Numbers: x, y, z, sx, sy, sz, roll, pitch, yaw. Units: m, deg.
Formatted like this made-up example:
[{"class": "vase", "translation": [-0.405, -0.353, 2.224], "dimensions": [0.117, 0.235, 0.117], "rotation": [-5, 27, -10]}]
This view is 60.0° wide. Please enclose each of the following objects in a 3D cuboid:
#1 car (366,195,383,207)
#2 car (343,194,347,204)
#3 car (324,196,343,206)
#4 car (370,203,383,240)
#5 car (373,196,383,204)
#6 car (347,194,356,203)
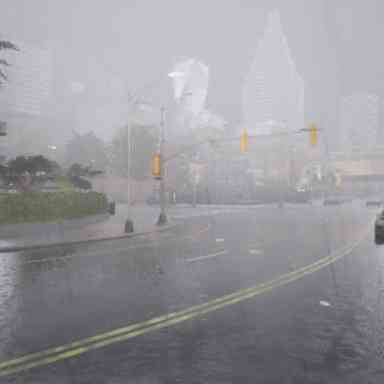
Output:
[{"class": "car", "translation": [28.993, 1.570, 53.094], "dimensions": [1.882, 1.535, 5.008], "rotation": [0, 0, 32]}, {"class": "car", "translation": [27.379, 1.474, 62.880], "dimensions": [2.185, 1.767, 4.553], "rotation": [0, 0, 32]}, {"class": "car", "translation": [24.103, 1.591, 57.351], "dimensions": [2.097, 1.535, 5.008], "rotation": [0, 0, 32]}, {"class": "car", "translation": [10.290, 1.519, 16.529], "dimensions": [2.128, 1.511, 4.902], "rotation": [0, 0, 34]}, {"class": "car", "translation": [39.805, 1.644, 70.466], "dimensions": [2.128, 1.511, 4.902], "rotation": [0, 0, 32]}, {"class": "car", "translation": [33.101, 1.616, 72.011], "dimensions": [2.231, 1.521, 4.892], "rotation": [0, 0, 42]}]
